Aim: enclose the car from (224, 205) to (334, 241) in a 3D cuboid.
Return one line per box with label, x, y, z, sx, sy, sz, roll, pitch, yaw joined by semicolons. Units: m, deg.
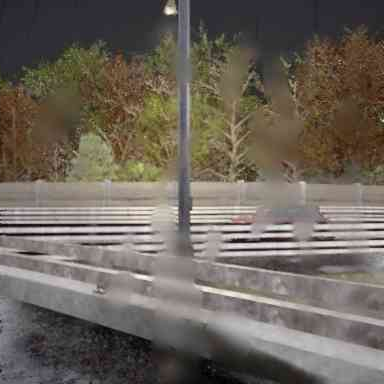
car;3.678;1.353;14.517;4.553;1.767;2.097;0;0;-8
